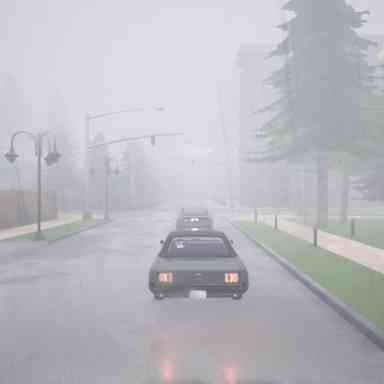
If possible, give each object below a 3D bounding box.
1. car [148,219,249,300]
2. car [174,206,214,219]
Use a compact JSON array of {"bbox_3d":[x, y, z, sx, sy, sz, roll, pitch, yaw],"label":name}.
[{"bbox_3d":[0.118,1.600,8.341,1.895,1.301,4.718,0,0,0],"label":"car"},{"bbox_3d":[0.130,1.503,17.603,1.837,1.490,4.892,0,0,0],"label":"car"}]
